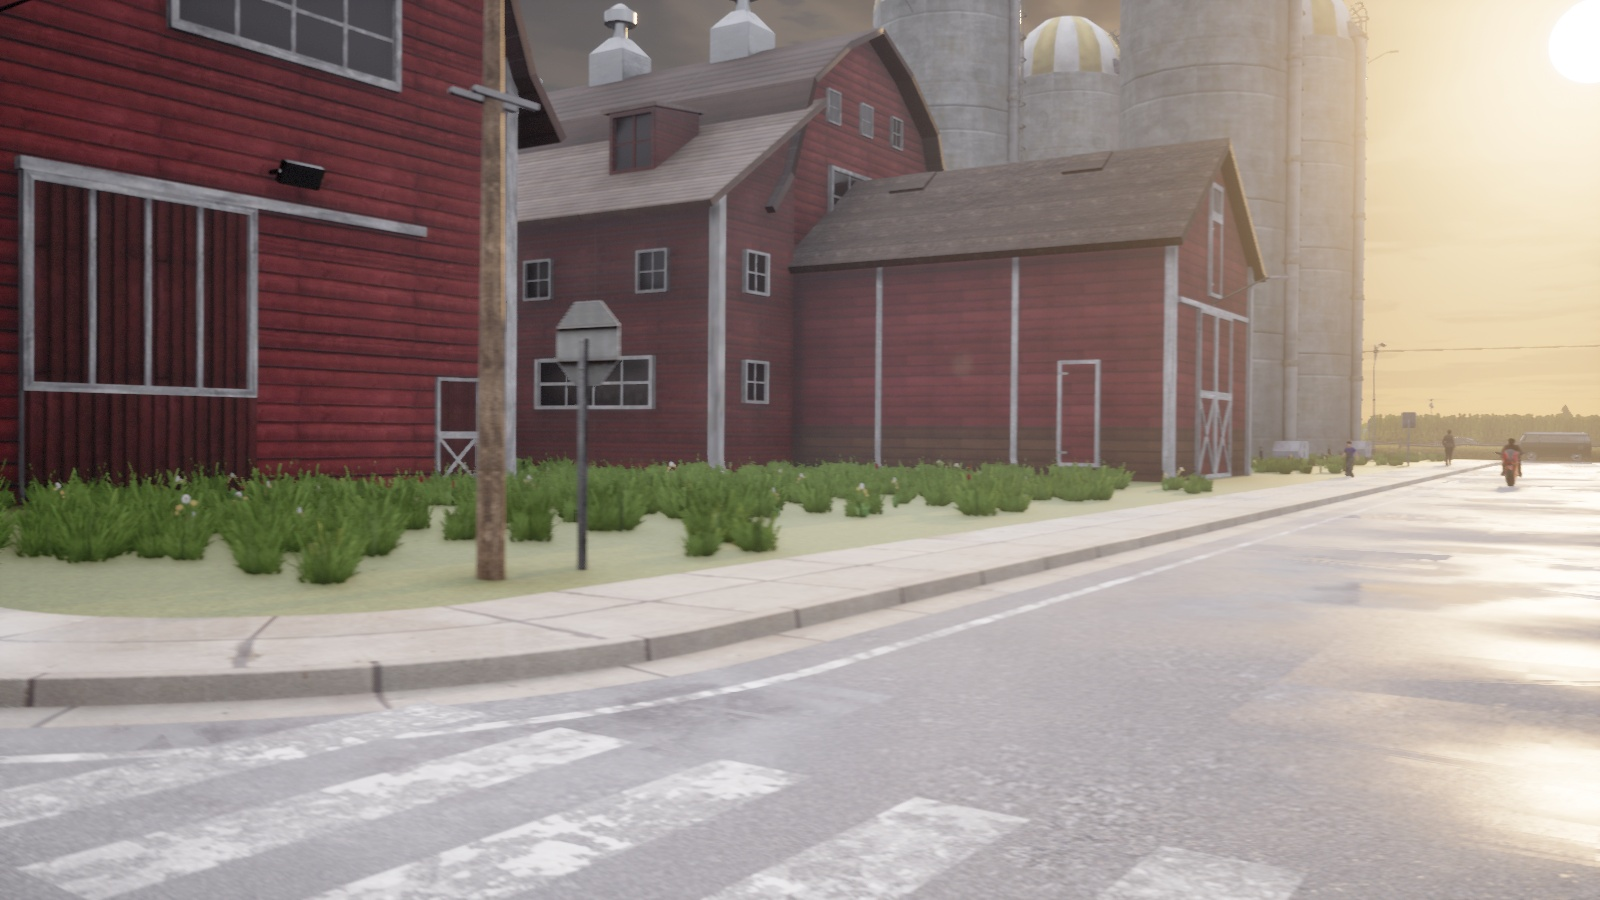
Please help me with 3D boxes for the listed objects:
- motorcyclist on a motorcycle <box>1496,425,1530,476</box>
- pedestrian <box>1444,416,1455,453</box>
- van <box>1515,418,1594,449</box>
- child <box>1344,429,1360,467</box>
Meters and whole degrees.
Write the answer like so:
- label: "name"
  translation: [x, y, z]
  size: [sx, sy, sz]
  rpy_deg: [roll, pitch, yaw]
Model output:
- label: "motorcyclist on a motorcycle"
  translation: [21.965, -0.014, 38.680]
  size: [0.797, 1.523, 2.044]
  rpy_deg: [0, 1, 33]
- label: "pedestrian"
  translation: [32.018, -0.748, 61.885]
  size: [0.328, 1.805, 0.869]
  rpy_deg: [0, 1, 36]
- label: "van"
  translation: [49.978, -1.105, 83.219]
  size: [4.442, 1.987, 1.775]
  rpy_deg: [0, 1, 33]
- label: "child"
  translation: [18.350, -0.070, 41.763]
  size: [0.437, 1.263, 0.270]
  rpy_deg: [-1, 1, -31]
